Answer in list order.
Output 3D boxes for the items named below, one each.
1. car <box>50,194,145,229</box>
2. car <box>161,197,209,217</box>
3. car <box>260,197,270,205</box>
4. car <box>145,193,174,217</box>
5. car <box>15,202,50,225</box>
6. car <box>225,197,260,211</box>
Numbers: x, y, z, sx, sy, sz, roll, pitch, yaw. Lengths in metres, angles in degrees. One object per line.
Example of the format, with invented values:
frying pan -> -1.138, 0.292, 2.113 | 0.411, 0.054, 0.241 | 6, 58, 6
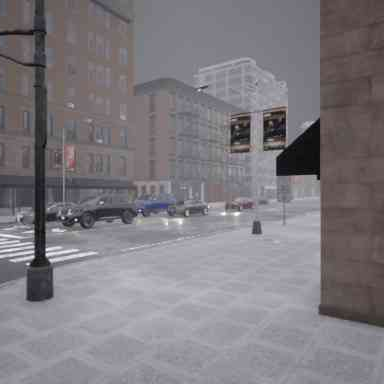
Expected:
car -> -6.014, 1.160, 21.868 | 2.150, 2.045, 5.566 | 0, 0, 35
car -> -0.280, 1.402, 29.962 | 1.837, 1.490, 4.892 | 0, 0, 35
car -> 9.918, 1.409, 49.841 | 1.895, 1.301, 4.718 | 0, 0, 36
car -> -3.702, 1.130, 30.750 | 2.150, 2.045, 5.566 | 0, 0, 35
car -> -9.398, 1.441, 22.714 | 2.128, 1.511, 4.902 | 0, 0, 35
car -> 5.565, 1.331, 38.191 | 1.882, 1.535, 5.008 | 0, 0, 35
